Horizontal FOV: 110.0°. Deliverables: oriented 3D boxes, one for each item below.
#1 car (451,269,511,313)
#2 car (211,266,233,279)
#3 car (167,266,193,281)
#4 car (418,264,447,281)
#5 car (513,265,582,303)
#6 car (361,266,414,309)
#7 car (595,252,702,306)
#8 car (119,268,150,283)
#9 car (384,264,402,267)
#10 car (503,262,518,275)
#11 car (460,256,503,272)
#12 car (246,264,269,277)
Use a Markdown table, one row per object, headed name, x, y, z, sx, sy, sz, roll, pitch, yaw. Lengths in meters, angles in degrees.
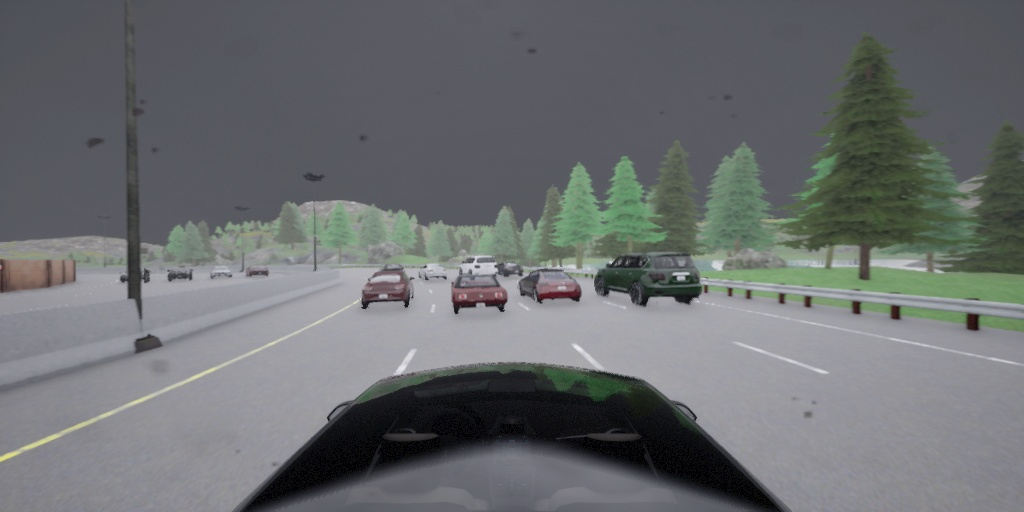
| name | x | y | z | sx | sy | sz | roll | pitch | yaw |
| --- | --- | --- | --- | --- | --- | --- | --- | --- | --- |
| car | -1.450 | 1.372 | 14.196 | 1.895 | 1.301 | 4.718 | -1 | 0 | -10 |
| car | -34.233 | 1.897 | 42.248 | 1.812 | 1.442 | 4.674 | -1 | 0 | -42 |
| car | -36.208 | 1.887 | 39.210 | 1.882 | 1.535 | 5.008 | -1 | 0 | -41 |
| car | -7.193 | 1.396 | 32.439 | 1.812 | 1.442 | 4.674 | -1 | 0 | -24 |
| car | 1.611 | 1.277 | 16.545 | 1.994 | 1.385 | 4.181 | -1 | 0 | -12 |
| car | -5.355 | 1.369 | 15.772 | 1.812 | 1.442 | 4.674 | -1 | 0 | -12 |
| car | 5.472 | 0.865 | 15.217 | 2.150 | 2.045 | 5.566 | -1 | 0 | -10 |
| car | -39.437 | 1.978 | 37.584 | 1.837 | 1.490 | 4.892 | -1 | -1 | -42 |
| car | -10.134 | 1.418 | 30.460 | 2.128 | 1.511 | 4.902 | -1 | 0 | -24 |
| car | -0.489 | 1.269 | 34.581 | 1.812 | 1.442 | 4.674 | -1 | 0 | -24 |
| car | -2.996 | 1.016 | 31.602 | 2.150 | 2.045 | 5.566 | -1 | 0 | -22 |
| car | -31.675 | 1.800 | 44.606 | 1.882 | 1.535 | 5.008 | -1 | 0 | -42 |
